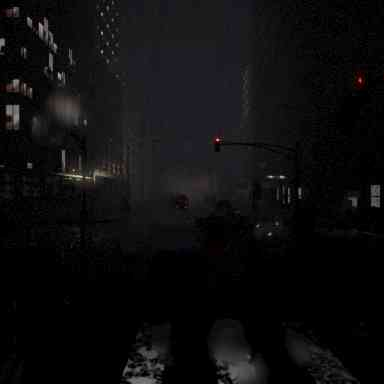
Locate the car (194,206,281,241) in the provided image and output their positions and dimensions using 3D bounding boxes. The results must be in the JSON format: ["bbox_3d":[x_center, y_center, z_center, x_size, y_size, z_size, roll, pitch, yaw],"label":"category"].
[{"bbox_3d":[2.251,1.637,17.297,1.895,1.301,4.718,0,0,-39],"label":"car"}]

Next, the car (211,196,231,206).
[{"bbox_3d":[3.847,1.579,41.770,1.947,1.339,4.313,0,0,0],"label":"car"}]

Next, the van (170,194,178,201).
[{"bbox_3d":[-4.320,1.321,80.413,1.690,1.788,3.998,0,0,0],"label":"van"}]

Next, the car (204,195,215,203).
[{"bbox_3d":[3.628,1.432,69.407,1.967,1.590,4.097,0,0,0],"label":"car"}]

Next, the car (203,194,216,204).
[{"bbox_3d":[3.662,1.313,63.878,2.192,1.841,5.009,0,0,0],"label":"car"}]

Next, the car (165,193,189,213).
[{"bbox_3d":[-1.593,1.238,38.128,2.150,2.045,5.566,0,0,0],"label":"car"}]

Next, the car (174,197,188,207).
[{"bbox_3d":[-1.672,1.572,51.861,1.994,1.385,4.181,0,0,0],"label":"car"}]

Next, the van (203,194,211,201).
[{"bbox_3d":[3.560,1.321,80.461,1.690,1.788,3.998,0,0,0],"label":"van"}]

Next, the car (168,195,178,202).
[{"bbox_3d":[-4.286,1.426,74.886,1.967,1.590,4.097,0,0,0],"label":"car"}]

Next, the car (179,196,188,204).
[{"bbox_3d":[-1.676,1.555,67.527,1.812,1.442,4.674,0,0,0],"label":"car"}]

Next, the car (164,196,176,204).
[{"bbox_3d":[-4.218,1.564,63.830,1.947,1.339,4.313,0,0,0],"label":"car"}]

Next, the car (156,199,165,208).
[{"bbox_3d":[-4.117,1.593,47.248,1.802,1.307,4.206,0,0,0],"label":"car"}]
